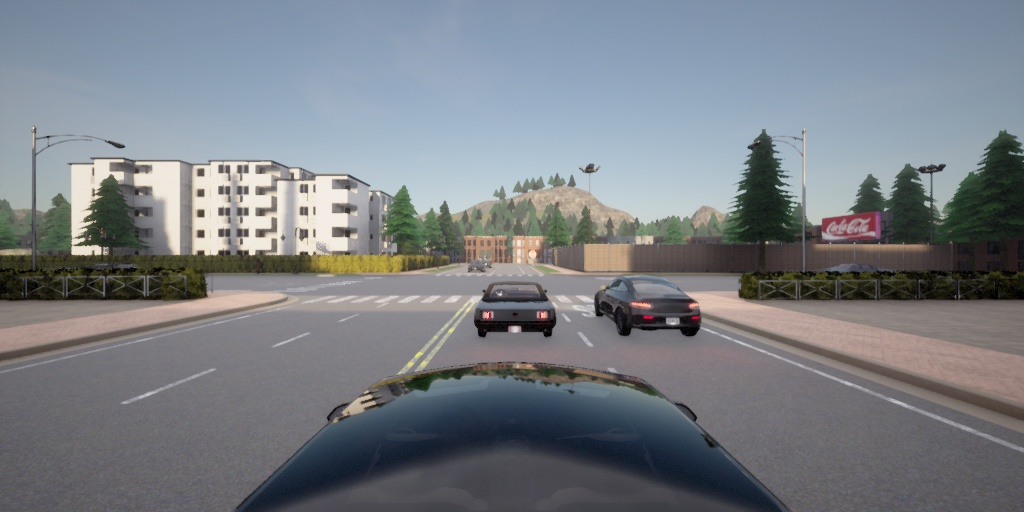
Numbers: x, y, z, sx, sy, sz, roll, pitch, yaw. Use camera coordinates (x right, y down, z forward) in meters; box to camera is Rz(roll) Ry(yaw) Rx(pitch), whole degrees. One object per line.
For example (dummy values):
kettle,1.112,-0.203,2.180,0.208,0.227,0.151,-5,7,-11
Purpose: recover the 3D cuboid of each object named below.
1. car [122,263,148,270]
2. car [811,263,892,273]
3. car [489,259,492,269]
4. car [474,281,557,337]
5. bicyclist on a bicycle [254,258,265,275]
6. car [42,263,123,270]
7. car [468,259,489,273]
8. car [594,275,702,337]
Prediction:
car,-27.136,1.239,24.908,4.902,1.511,2.128,0,0,0
car,26.864,1.294,28.414,5.357,1.411,2.033,0,0,0
car,-4.214,1.217,56.437,2.128,1.511,4.902,0,0,0
car,0.079,1.350,10.231,1.895,1.301,4.718,0,0,0
bicyclist on a bicycle,-25.273,1.047,35.896,0.582,1.620,1.656,0,0,0
car,-26.561,1.312,21.410,4.181,1.385,1.994,0,0,0
car,-4.227,1.234,43.403,1.837,1.490,4.892,0,0,0
car,3.623,1.275,10.232,1.812,1.442,4.674,0,0,2
